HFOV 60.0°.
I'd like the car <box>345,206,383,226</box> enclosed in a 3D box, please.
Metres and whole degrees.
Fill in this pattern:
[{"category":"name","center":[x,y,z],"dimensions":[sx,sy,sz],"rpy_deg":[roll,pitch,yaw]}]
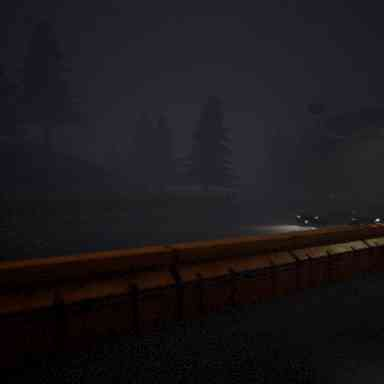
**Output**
[{"category":"car","center":[11.839,1.585,20.713],"dimensions":[4.674,1.442,1.812],"rpy_deg":[0,0,-35]}]

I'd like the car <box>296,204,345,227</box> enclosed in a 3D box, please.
[{"category":"car","center":[9.748,1.586,23.524],"dimensions":[5.357,1.411,2.033],"rpy_deg":[0,0,-35]}]
